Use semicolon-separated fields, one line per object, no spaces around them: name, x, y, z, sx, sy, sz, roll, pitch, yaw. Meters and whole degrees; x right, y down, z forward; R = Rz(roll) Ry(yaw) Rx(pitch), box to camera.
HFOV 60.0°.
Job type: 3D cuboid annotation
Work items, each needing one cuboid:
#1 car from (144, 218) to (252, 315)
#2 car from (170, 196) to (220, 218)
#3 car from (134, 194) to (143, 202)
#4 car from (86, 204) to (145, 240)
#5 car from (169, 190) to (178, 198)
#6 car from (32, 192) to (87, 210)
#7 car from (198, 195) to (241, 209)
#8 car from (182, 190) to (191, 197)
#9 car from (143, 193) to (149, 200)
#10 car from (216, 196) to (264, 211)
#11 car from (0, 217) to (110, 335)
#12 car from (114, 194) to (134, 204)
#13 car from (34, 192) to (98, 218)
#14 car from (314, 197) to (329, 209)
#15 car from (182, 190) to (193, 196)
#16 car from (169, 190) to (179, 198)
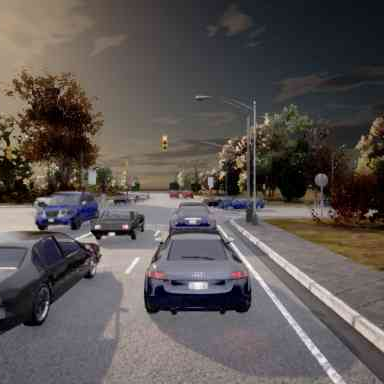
car;0.074;1.542;7.625;1.994;1.385;4.181;0;0;-1
car;0.028;1.273;16.259;2.097;1.767;4.553;0;0;0
car;-10.860;1.097;61.162;2.128;1.511;4.902;0;0;0
car;-3.493;1.520;16.578;1.895;1.301;4.718;0;0;-1
car;-5.170;0.446;93.598;2.150;2.045;5.566;0;1;-7
car;-15.454;0.987;39.042;5.566;2.045;2.150;0;0;-4
car;3.468;1.223;41.860;5.008;1.535;1.882;0;1;21
car;-1.682;0.405;93.992;2.097;1.767;4.553;0;1;-7
car;-10.913;1.104;71.119;1.895;1.301;4.718;0;1;-1
car;5.367;1.261;36.341;5.008;1.535;1.882;0;0;-11
car;-3.423;1.529;6.933;2.033;1.411;5.357;0;0;-1
car;-10.840;1.275;52.060;1.895;1.301;4.718;0;0;0
car;-7.365;1.117;20.200;2.150;2.045;5.566;-1;0;1
car;17.561;1.243;41.064;4.902;1.511;2.128;0;0;-3
car;-0.855;0.577;83.345;2.150;2.045;5.566;0;1;-4
car;-4.329;0.594;82.857;2.150;2.045;5.566;0;1;-3
